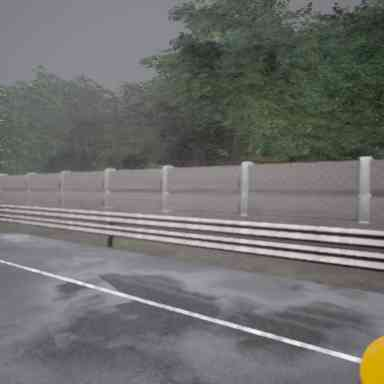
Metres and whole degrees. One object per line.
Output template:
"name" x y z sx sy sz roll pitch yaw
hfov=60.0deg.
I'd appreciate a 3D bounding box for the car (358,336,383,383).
"car" 3.512 1.504 1.498 5.008 1.535 1.882 1 0 35
